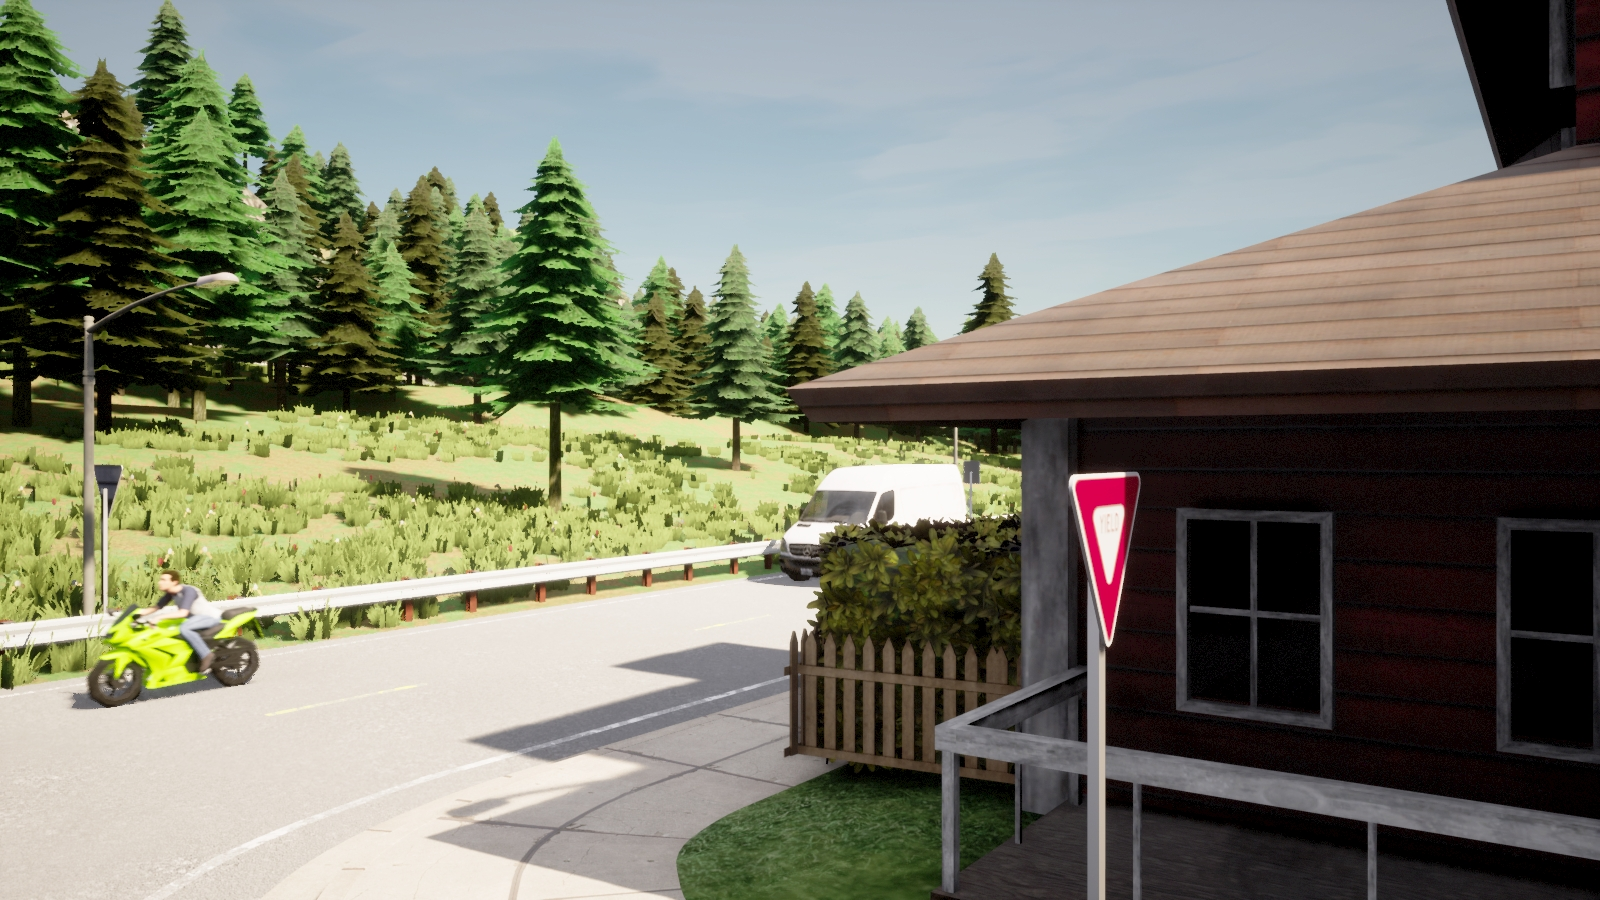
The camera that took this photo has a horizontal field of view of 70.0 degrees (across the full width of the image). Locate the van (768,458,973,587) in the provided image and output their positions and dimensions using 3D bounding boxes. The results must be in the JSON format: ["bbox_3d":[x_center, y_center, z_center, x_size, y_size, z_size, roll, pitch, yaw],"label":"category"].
[{"bbox_3d":[1.819,1.529,26.791,1.988,2.561,5.915,0,1,35],"label":"van"}]

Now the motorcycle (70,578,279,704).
[{"bbox_3d":[-7.386,2.213,13.586,0.803,1.145,2.033,0,0,35],"label":"motorcycle"}]
